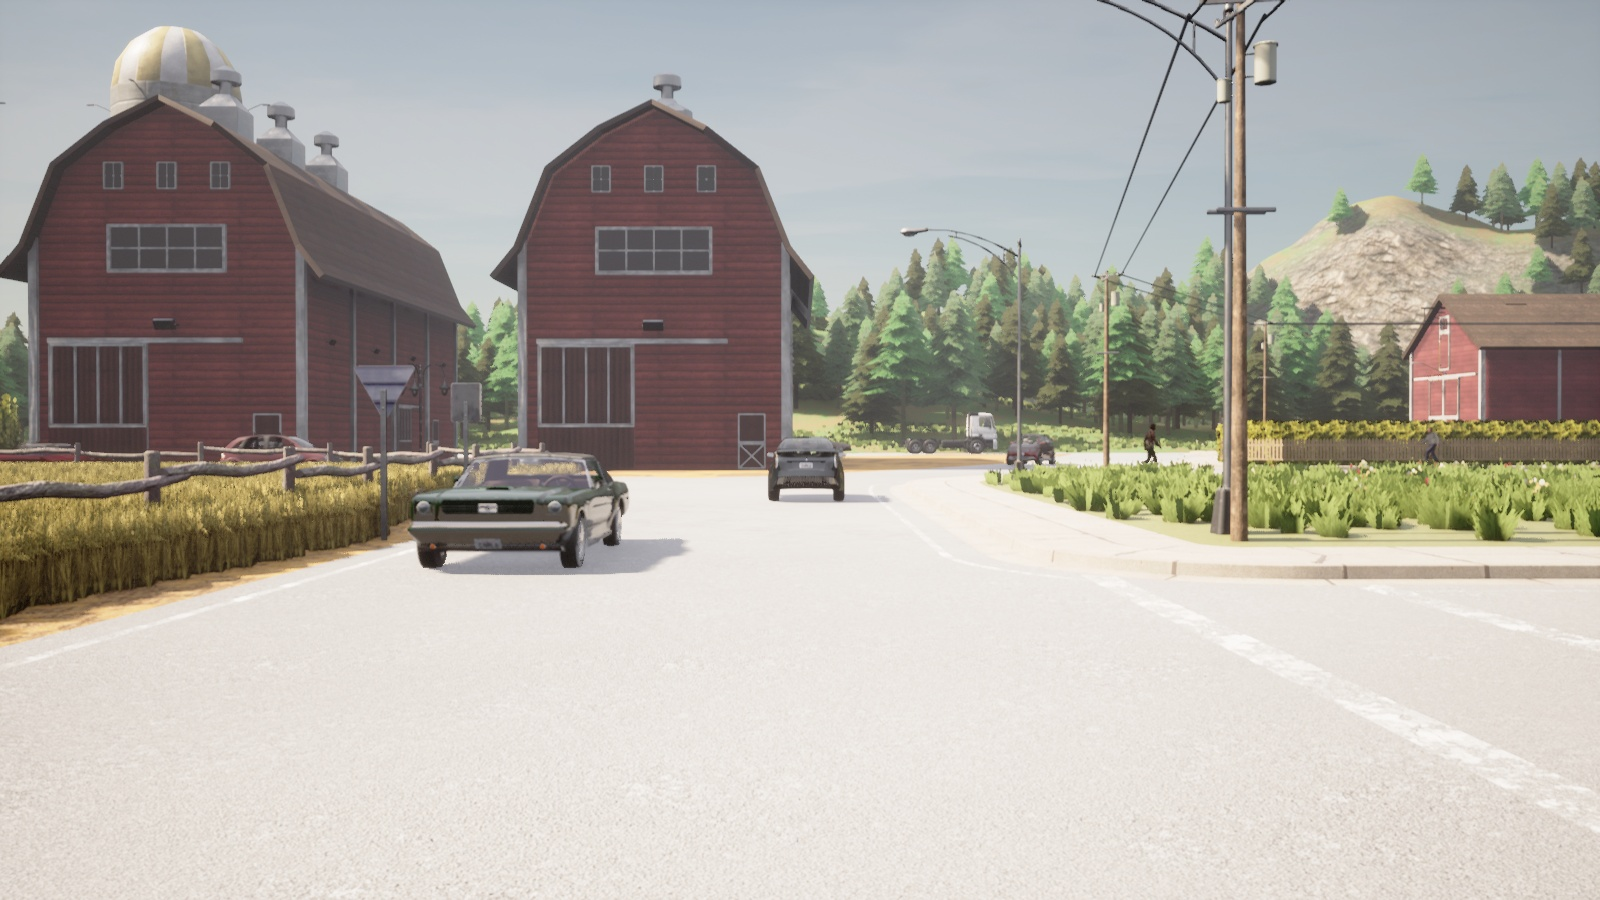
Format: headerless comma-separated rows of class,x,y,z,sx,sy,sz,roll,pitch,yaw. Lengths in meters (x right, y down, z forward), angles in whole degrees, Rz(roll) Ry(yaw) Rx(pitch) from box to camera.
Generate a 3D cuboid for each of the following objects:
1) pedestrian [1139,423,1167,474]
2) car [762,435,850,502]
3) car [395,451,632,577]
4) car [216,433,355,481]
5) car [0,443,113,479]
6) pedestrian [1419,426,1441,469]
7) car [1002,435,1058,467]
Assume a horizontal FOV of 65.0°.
pedestrian,12.468,-0.051,44.362,0.869,1.805,0.328,0,1,-6
car,0.156,0.402,30.841,2.007,1.525,4.514,0,1,0
car,-3.405,0.694,15.898,1.895,1.301,4.718,0,1,0
car,-17.549,0.225,42.982,3.988,1.617,1.851,0,1,-3
car,-28.021,0.391,45.948,4.718,1.301,1.895,0,1,-3
pedestrian,29.071,-0.122,57.962,0.788,1.949,0.423,0,1,-3
car,11.540,0.036,62.857,1.789,1.549,3.705,0,1,26
